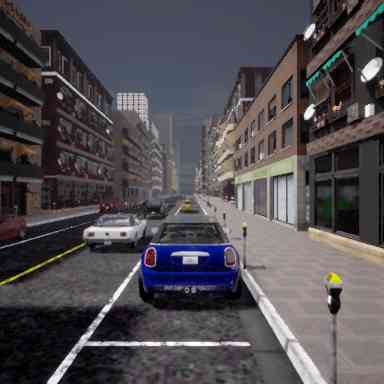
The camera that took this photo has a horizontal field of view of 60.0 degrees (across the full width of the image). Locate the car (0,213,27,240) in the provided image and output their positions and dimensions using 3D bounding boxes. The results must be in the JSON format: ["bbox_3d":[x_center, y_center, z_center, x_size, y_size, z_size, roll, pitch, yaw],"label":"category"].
[{"bbox_3d":[-8.835,1.582,14.612,1.802,1.307,4.206,0,0,0],"label":"car"}]

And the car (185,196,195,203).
[{"bbox_3d":[-0.453,1.544,70.970,2.008,1.369,4.403,0,0,0],"label":"car"}]

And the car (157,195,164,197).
[{"bbox_3d":[-8.834,1.540,87.882,2.008,1.369,4.403,0,0,0],"label":"car"}]

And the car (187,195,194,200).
[{"bbox_3d":[-0.452,1.513,93.685,1.752,1.417,4.829,0,0,0],"label":"car"}]

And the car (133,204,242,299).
[{"bbox_3d":[-0.032,1.352,8.619,2.097,1.767,4.553,0,0,0],"label":"car"}]

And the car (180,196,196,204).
[{"bbox_3d":[-0.454,1.524,37.323,1.752,1.417,4.829,0,0,0],"label":"car"}]

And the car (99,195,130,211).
[{"bbox_3d":[-8.833,1.314,37.157,2.192,1.841,5.009,0,0,0],"label":"car"}]

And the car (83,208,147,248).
[{"bbox_3d":[-3.145,1.617,14.644,1.895,1.301,4.718,0,0,0],"label":"car"}]

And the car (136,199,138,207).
[{"bbox_3d":[-8.834,1.542,48.430,1.887,1.381,4.507,0,0,0],"label":"car"}]

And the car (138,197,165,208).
[{"bbox_3d":[-3.145,1.496,29.614,2.128,1.511,4.902,0,0,0],"label":"car"}]

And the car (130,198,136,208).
[{"bbox_3d":[-8.834,1.438,42.793,1.967,1.590,4.097,0,0,0],"label":"car"}]

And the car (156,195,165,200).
[{"bbox_3d":[-8.834,1.538,93.519,2.008,1.369,4.403,0,0,0],"label":"car"}]
